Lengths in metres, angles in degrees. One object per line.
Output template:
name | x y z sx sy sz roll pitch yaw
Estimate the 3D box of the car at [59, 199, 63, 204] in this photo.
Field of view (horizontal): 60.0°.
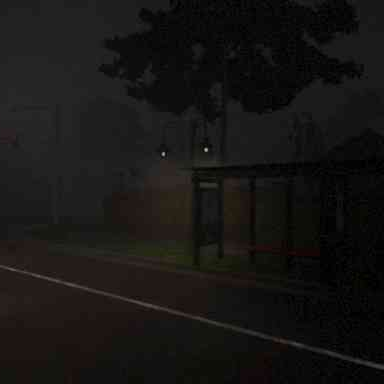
car | -21.960 1.328 51.991 3.806 1.475 1.970 0 0 36
